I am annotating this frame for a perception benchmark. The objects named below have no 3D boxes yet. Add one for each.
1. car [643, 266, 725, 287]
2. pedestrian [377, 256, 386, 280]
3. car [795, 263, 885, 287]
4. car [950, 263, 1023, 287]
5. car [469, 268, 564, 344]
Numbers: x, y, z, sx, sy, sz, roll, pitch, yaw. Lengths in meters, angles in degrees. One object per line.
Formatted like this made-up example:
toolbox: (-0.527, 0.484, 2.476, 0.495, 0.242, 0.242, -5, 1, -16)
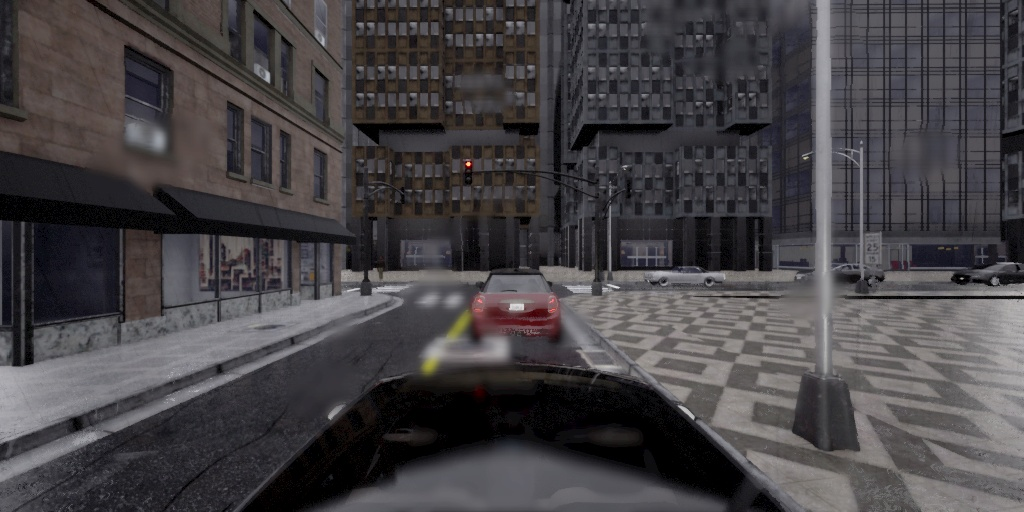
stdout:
car: (11.195, 1.332, 23.647, 4.718, 1.301, 1.895, 0, 0, 1)
pedestrian: (-9.838, 0.902, 26.913, 0.375, 1.860, 0.375, 0, 0, 1)
car: (21.388, 1.209, 23.532, 4.902, 1.511, 2.128, 0, 0, 1)
car: (31.805, 1.208, 23.409, 4.892, 1.490, 1.837, 0, 0, 1)
car: (0.069, 1.102, 9.731, 2.097, 1.767, 4.553, 0, 0, -1)
